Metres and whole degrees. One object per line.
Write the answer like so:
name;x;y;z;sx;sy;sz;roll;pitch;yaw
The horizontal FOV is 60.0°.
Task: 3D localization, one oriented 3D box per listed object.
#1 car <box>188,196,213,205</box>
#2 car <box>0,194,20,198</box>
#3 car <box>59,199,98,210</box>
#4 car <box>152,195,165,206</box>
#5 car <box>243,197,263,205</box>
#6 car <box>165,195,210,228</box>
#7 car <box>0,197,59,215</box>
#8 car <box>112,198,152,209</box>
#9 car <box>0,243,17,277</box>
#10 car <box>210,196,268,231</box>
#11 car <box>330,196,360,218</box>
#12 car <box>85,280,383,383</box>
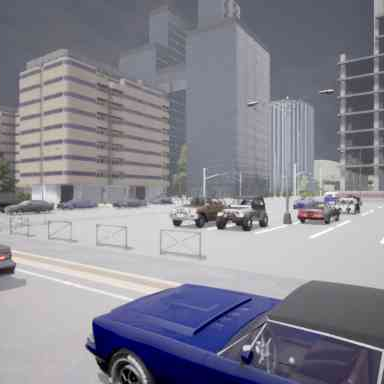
car;1.614;1.546;60.162;2.033;1.411;5.357;0;0;34
car;-20.259;1.221;34.031;2.150;2.045;5.566;0;0;34
car;-14.540;1.546;42.552;2.033;1.411;5.357;0;0;34
car;-5.287;1.350;56.270;2.097;1.767;4.553;0;0;34
car;11.358;1.600;61.948;1.895;1.301;4.718;0;0;35
car;0.645;1.153;20.945;1.932;1.855;4.605;0;0;34
car;-16.312;1.525;33.593;1.812;1.442;4.674;0;0;34
car;-8.394;1.547;45.419;2.033;1.411;5.357;0;0;34
car;-6.724;1.547;8.707;5.357;1.411;2.033;0;0;35
car;3.012;1.156;19.279;1.905;1.878;3.866;0;0;34
car;15.038;1.395;32.232;1.970;1.475;3.806;0;0;34
car;1.120;1.601;3.191;4.718;1.301;1.895;0;0;35
